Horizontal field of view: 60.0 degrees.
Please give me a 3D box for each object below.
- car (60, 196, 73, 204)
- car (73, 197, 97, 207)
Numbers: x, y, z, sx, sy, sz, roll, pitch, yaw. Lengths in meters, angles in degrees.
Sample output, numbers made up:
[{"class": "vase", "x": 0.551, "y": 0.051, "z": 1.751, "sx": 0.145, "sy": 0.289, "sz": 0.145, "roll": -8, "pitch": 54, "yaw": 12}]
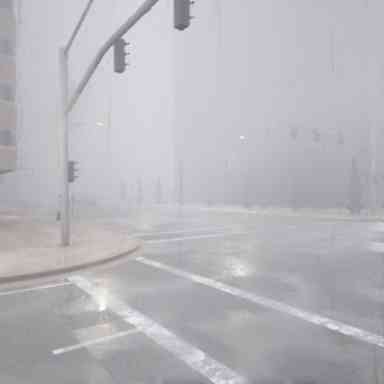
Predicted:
[{"class": "car", "x": -22.199, "y": 1.455, "z": 59.316, "sx": 1.882, "sy": 1.535, "sz": 5.008, "roll": 0, "pitch": 0, "yaw": -36}, {"class": "car", "x": -16.072, "y": 1.462, "z": 50.952, "sx": 2.128, "sy": 1.511, "sz": 4.902, "roll": 0, "pitch": 0, "yaw": -35}]
